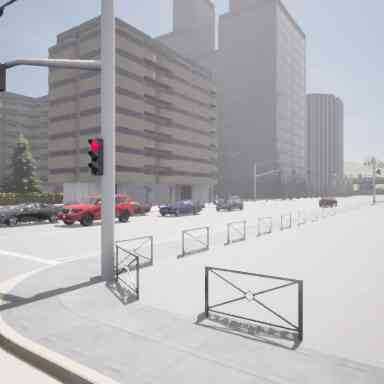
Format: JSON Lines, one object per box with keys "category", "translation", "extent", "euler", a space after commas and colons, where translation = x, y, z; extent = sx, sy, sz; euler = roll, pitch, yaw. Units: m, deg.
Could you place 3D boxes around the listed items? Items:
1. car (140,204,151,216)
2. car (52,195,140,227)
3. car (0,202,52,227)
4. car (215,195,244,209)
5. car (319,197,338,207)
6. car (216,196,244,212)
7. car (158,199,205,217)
{"category": "car", "translation": [-6.022, 1.601, 30.602], "extent": [1.895, 1.301, 4.718], "euler": [0, 0, 35]}
{"category": "car", "translation": [-6.618, 1.221, 23.569], "extent": [2.150, 2.045, 5.566], "euler": [0, 0, 35]}
{"category": "car", "translation": [-11.281, 1.492, 22.970], "extent": [2.128, 1.511, 4.902], "euler": [0, 0, 35]}
{"category": "car", "translation": [5.314, 1.352, 46.984], "extent": [2.097, 1.767, 4.553], "euler": [0, 0, 35]}
{"category": "car", "translation": [20.802, 1.478, 50.701], "extent": [1.882, 1.535, 5.008], "euler": [0, 0, 35]}
{"category": "car", "translation": [4.609, 1.526, 39.837], "extent": [1.812, 1.442, 4.674], "euler": [0, 0, 35]}
{"category": "car", "translation": [-1.075, 1.601, 31.614], "extent": [1.895, 1.301, 4.718], "euler": [0, 0, 35]}
